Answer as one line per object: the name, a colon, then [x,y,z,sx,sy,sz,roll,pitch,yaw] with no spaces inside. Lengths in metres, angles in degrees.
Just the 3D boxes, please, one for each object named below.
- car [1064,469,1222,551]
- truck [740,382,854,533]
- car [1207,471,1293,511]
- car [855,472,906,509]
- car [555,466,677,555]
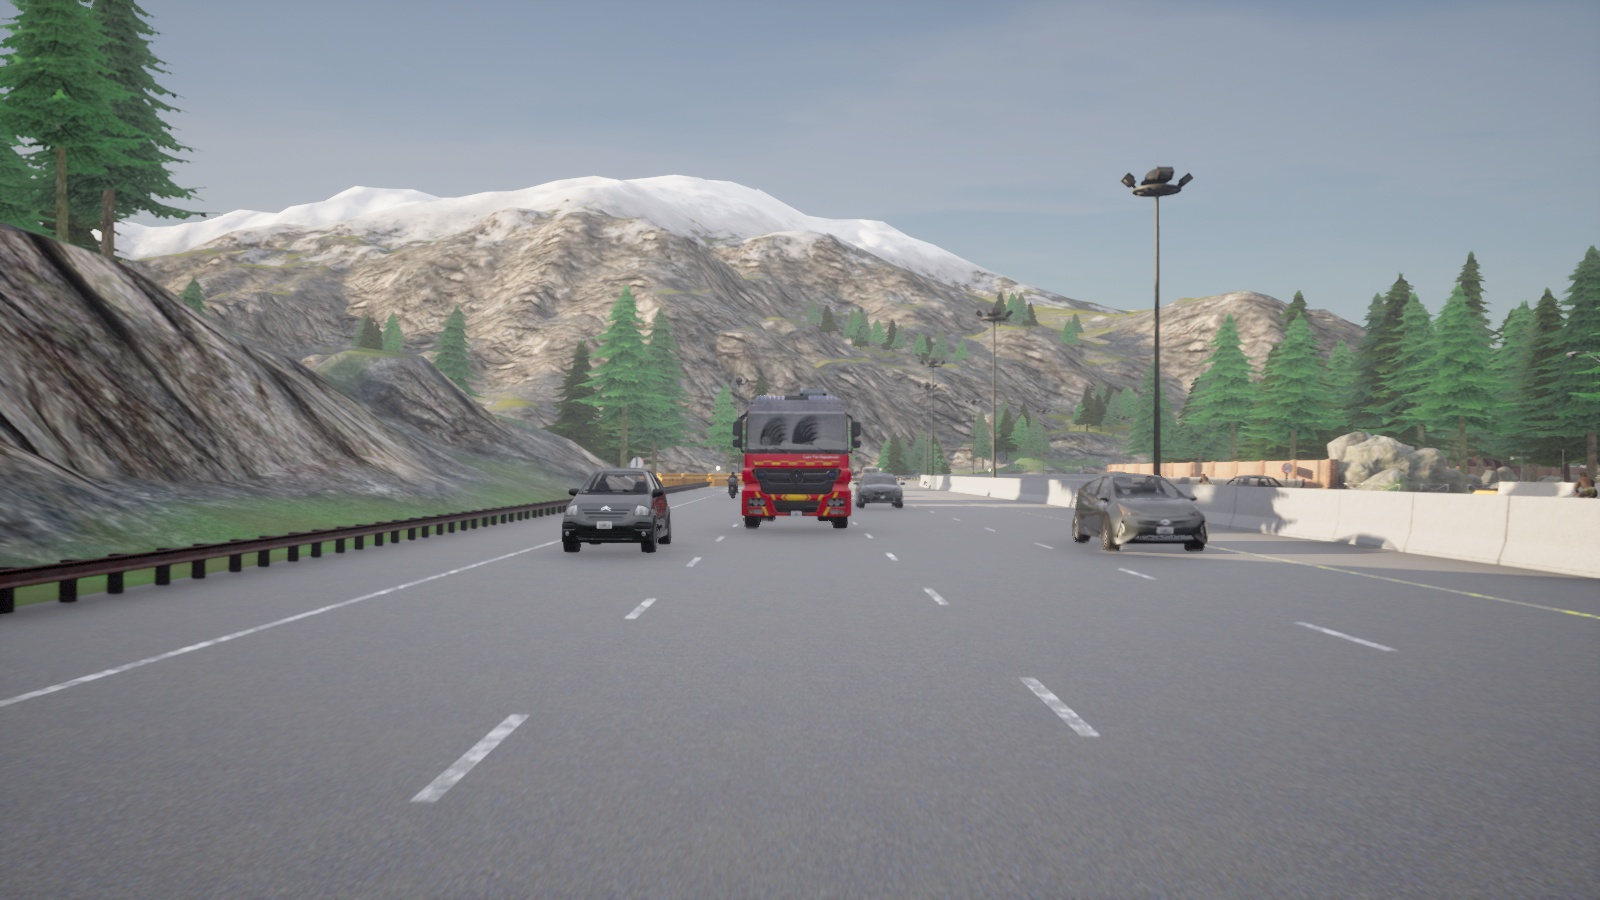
car: [6.937,1.167,25.898,2.007,1.525,4.514,0,-1,0]
truck: [-0.093,0.255,36.152,2.891,3.827,8.468,0,-1,0]
car: [17.382,1.575,48.757,1.816,1.474,4.193,0,-1,0]
car: [3.371,1.699,53.306,1.837,1.490,4.892,0,-1,0]
car: [-3.563,1.145,24.977,1.851,1.617,3.988,0,-1,0]
